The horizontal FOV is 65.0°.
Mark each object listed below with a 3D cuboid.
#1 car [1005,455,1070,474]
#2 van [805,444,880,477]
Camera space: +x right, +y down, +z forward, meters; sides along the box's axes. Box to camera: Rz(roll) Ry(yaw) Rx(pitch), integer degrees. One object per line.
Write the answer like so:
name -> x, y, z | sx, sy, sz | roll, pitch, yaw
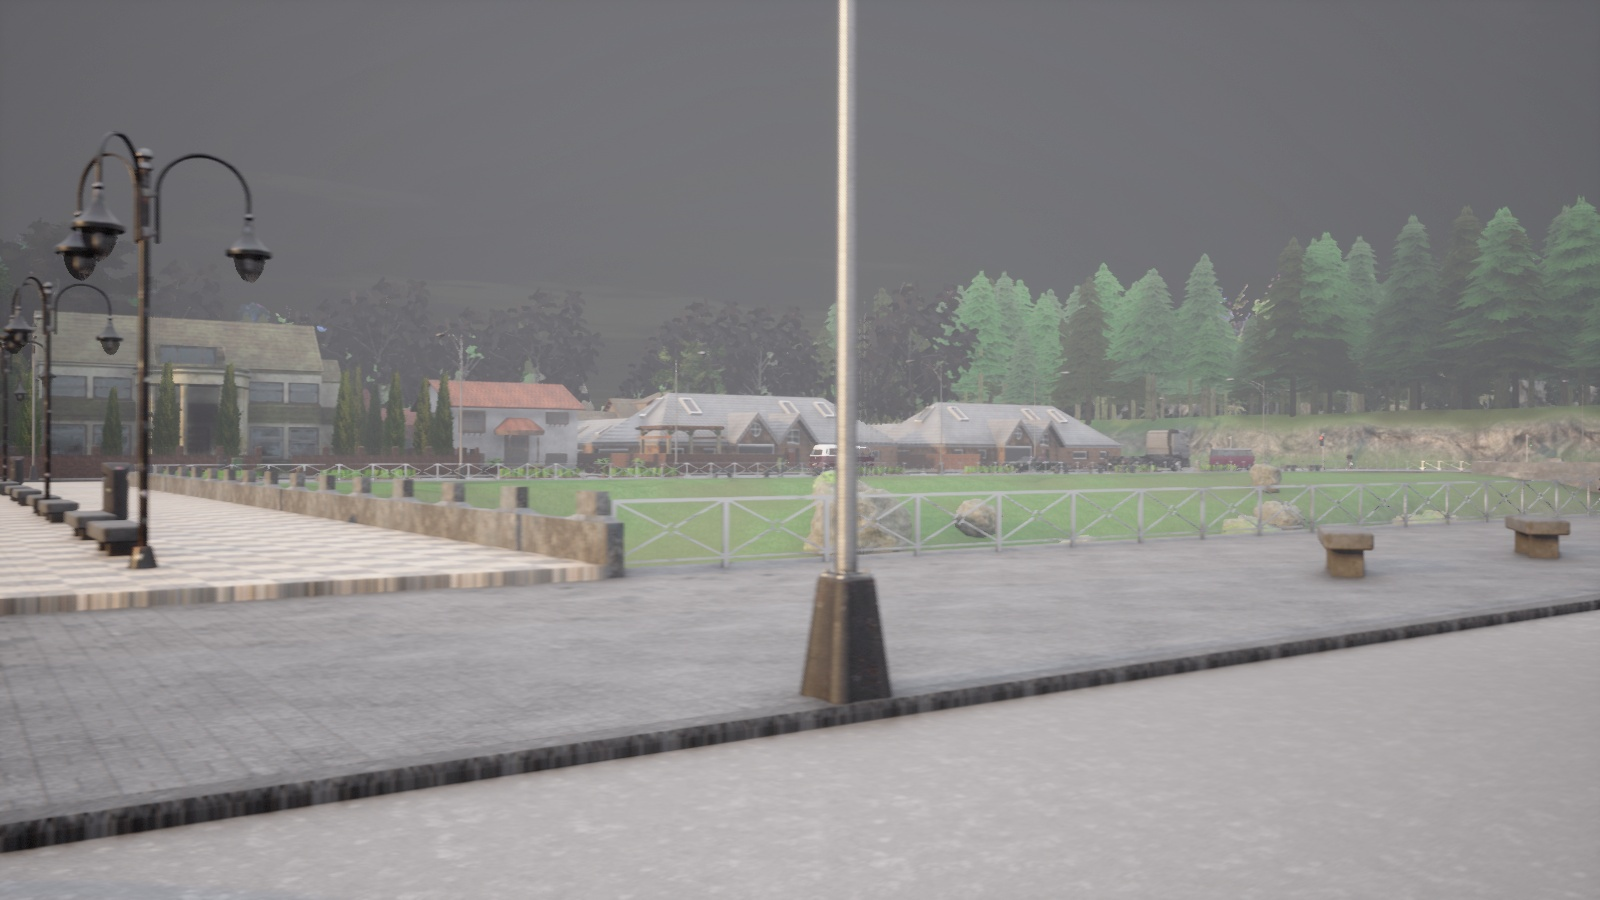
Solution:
car -> 17.291, 1.032, 91.435 | 4.718, 1.301, 1.895 | 0, 0, -35
van -> 2.763, 0.662, 81.329 | 4.480, 2.038, 2.069 | 0, 0, -35
